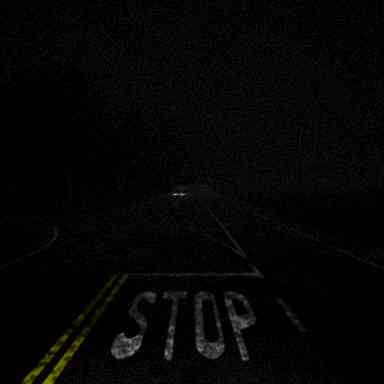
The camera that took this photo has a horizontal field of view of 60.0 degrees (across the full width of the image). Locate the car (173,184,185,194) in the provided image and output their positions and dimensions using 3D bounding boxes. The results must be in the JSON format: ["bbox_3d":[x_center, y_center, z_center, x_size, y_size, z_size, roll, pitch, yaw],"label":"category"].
[{"bbox_3d":[-2.836,-0.736,75.824,2.150,2.045,5.566,0,2,7],"label":"car"}]
